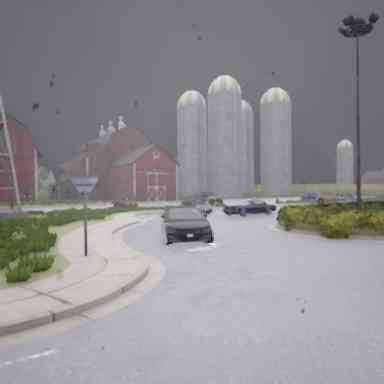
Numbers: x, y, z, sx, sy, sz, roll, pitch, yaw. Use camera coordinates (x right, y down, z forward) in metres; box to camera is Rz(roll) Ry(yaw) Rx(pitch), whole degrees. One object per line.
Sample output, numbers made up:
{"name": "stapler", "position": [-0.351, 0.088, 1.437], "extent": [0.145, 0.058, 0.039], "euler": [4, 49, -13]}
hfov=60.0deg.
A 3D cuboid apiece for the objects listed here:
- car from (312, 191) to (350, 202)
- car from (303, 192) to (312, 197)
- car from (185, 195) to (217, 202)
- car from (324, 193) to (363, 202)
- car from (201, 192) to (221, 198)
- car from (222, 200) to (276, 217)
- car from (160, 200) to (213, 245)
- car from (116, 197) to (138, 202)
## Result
{"name": "car", "position": [18.644, 0.788, 43.402], "extent": [1.932, 1.855, 4.605], "euler": [-1, 1, -34]}
{"name": "car", "position": [22.775, 0.773, 62.246], "extent": [2.242, 1.667, 4.611], "euler": [-1, 1, -34]}
{"name": "car", "position": [0.164, 1.293, 30.609], "extent": [1.784, 1.438, 3.905], "euler": [-1, 1, -34]}
{"name": "car", "position": [16.700, 1.117, 35.966], "extent": [4.181, 1.385, 1.994], "euler": [-1, 1, -32]}
{"name": "car", "position": [2.763, 0.923, 48.627], "extent": [1.905, 1.878, 3.866], "euler": [-1, 1, -34]}
{"name": "car", "position": [4.802, 1.343, 27.850], "extent": [4.718, 1.301, 1.895], "euler": [-1, 1, -36]}
{"name": "car", "position": [-0.421, 1.371, 15.190], "extent": [1.882, 1.535, 5.008], "euler": [-1, 1, -8]}
{"name": "car", "position": [-8.060, 1.292, 40.574], "extent": [1.816, 1.474, 4.193], "euler": [-1, 1, -34]}
